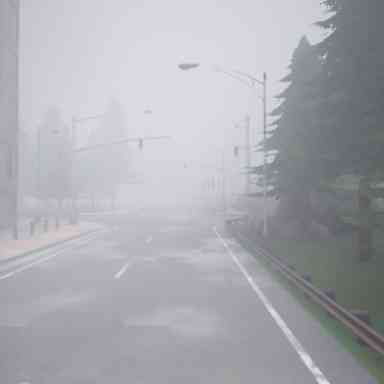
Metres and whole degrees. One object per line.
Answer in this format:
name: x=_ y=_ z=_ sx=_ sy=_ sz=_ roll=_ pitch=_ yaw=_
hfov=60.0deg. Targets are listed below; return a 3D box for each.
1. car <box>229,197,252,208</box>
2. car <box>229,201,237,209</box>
car: x=8.412 y=1.894 z=57.884 sx=3.866 sy=1.878 sz=1.905 roll=0 pitch=-1 yaw=-1
car: x=8.827 y=1.860 z=55.375 sx=4.605 sy=1.855 sz=1.932 roll=0 pitch=-1 yaw=-1
